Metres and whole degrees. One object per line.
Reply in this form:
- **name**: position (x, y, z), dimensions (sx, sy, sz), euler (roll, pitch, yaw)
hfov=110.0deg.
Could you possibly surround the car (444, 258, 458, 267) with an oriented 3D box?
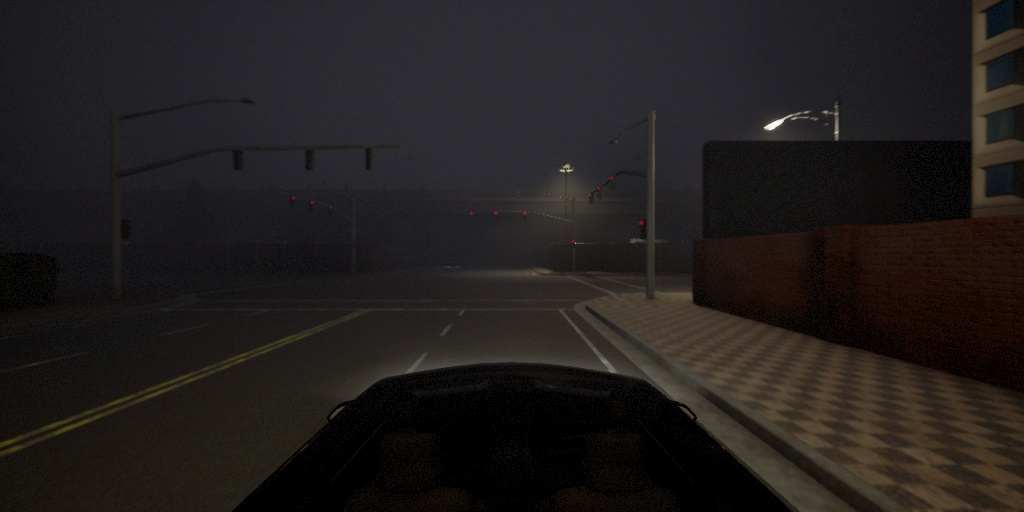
- **car**: position (-10.500, 1.106, 62.192), dimensions (2.033, 1.411, 5.357), euler (0, 0, 0)
